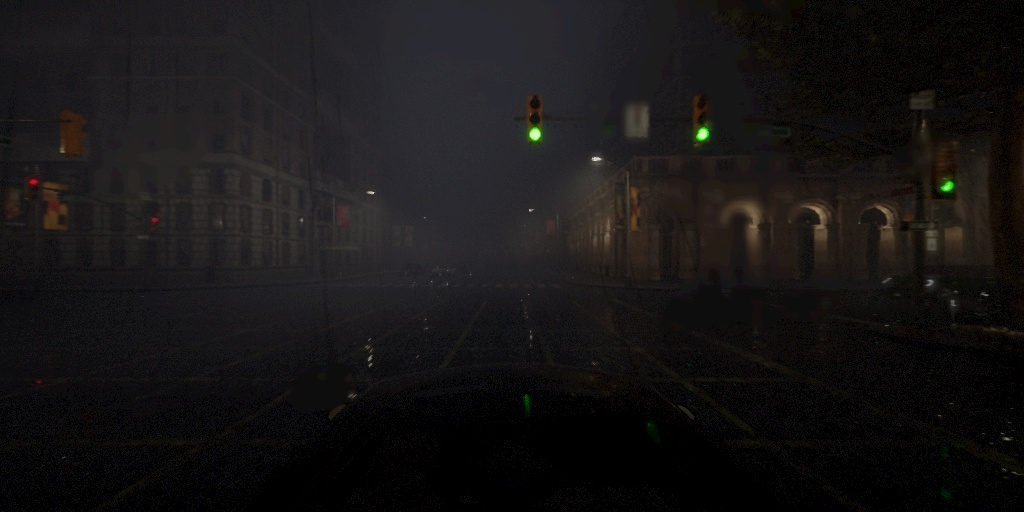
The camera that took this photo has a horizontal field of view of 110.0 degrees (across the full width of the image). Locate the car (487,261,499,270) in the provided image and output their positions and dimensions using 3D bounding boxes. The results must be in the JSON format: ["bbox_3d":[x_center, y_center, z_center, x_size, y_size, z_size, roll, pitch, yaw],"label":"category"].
[{"bbox_3d":[-3.316,1.557,61.693,2.128,1.511,4.902,0,0,1],"label":"car"}]

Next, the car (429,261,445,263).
[{"bbox_3d":[-10.512,1.517,47.494,1.812,1.442,4.674,0,0,1],"label":"car"}]

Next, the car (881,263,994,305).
[{"bbox_3d":[19.354,1.176,15.873,4.553,1.767,2.097,0,0,0],"label":"car"}]

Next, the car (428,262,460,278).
[{"bbox_3d":[-7.088,1.540,37.666,1.895,1.301,4.718,0,0,0],"label":"car"}]

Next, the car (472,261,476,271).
[{"bbox_3d":[-6.858,1.536,57.679,2.128,1.511,4.902,0,0,1],"label":"car"}]

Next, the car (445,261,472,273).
[{"bbox_3d":[-7.010,1.538,47.518,2.033,1.411,5.357,0,0,1],"label":"car"}]

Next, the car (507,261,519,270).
[{"bbox_3d":[0.184,1.591,61.658,1.812,1.442,4.674,0,0,1],"label":"car"}]

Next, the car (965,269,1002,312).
[{"bbox_3d":[19.345,1.311,12.370,4.892,1.490,1.837,0,0,0],"label":"car"}]

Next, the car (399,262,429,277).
[{"bbox_3d":[-10.584,1.468,38.188,1.812,1.442,4.674,0,0,0],"label":"car"}]
